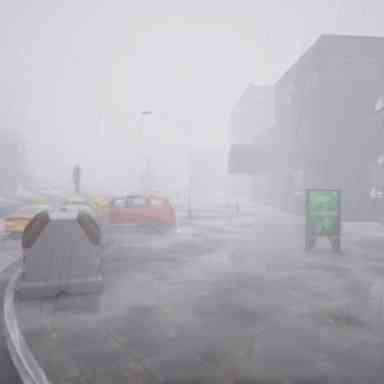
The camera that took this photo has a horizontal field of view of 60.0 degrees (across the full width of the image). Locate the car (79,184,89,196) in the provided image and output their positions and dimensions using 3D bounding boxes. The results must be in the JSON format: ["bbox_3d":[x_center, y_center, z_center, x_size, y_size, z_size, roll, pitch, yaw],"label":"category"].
[{"bbox_3d":[-18.732,-0.059,50.396,4.792,1.488,2.163,1,3,-5],"label":"car"}]

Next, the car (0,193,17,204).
[{"bbox_3d":[-16.610,1.042,25.372,4.892,1.521,2.231,1,2,-5],"label":"car"}]

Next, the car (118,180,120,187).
[{"bbox_3d":[-21.845,-1.846,86.536,4.553,1.767,2.185,1,3,-5],"label":"car"}]

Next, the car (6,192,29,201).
[{"bbox_3d":[-16.846,0.955,28.151,4.674,1.452,2.002,1,3,-5],"label":"car"}]

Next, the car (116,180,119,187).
[{"bbox_3d":[-21.633,-1.594,83.761,4.892,1.521,2.231,1,3,-5],"label":"car"}]

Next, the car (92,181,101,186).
[{"bbox_3d":[-19.505,-0.717,58.721,5.566,2.045,2.435,1,3,-5],"label":"car"}]

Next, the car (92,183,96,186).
[{"bbox_3d":[-19.271,-0.311,55.954,4.792,1.488,2.163,1,3,-5],"label":"car"}]

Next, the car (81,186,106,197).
[{"bbox_3d":[-13.879,0.245,47.102,1.895,1.301,4.718,1,3,-5],"label":"car"}]

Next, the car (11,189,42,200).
[{"bbox_3d":[-17.066,0.797,30.807,4.892,1.521,2.231,1,3,-5],"label":"car"}]

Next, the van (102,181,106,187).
[{"bbox_3d":[-20.314,-1.069,67.057,4.442,1.987,1.878,1,3,-5],"label":"van"}]

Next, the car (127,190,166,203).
[{"bbox_3d":[-5.635,0.518,41.643,4.674,1.452,2.002,1,3,-5],"label":"car"}]

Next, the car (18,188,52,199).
[{"bbox_3d":[-17.329,0.665,33.711,4.892,1.521,2.231,1,3,-5],"label":"car"}]

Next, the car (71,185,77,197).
[{"bbox_3d":[-18.301,0.042,44.701,4.553,1.767,2.185,1,3,-5],"label":"car"}]

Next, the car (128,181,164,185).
[{"bbox_3d":[-6.357,-0.169,50.405,5.566,2.045,2.435,1,3,-5],"label":"car"}]

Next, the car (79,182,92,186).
[{"bbox_3d":[-19.031,-0.340,53.167,4.553,1.767,2.185,1,3,-5],"label":"car"}]

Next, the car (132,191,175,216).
[{"bbox_3d":[-4.439,1.005,29.960,5.366,1.575,1.946,1,3,-5],"label":"car"}]

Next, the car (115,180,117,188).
[{"bbox_3d":[-21.406,-1.469,80.979,4.892,1.521,2.231,1,3,-5],"label":"car"}]

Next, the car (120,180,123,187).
[{"bbox_3d":[-22.544,-1.977,92.085,5.366,1.575,1.946,1,3,-5],"label":"car"}]

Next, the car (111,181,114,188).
[{"bbox_3d":[-20.904,-1.213,75.295,5.008,1.535,2.097,1,3,-5],"label":"car"}]

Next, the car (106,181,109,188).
[{"bbox_3d":[-20.439,-0.928,69.860,4.674,1.452,2.002,1,3,-5],"label":"car"}]

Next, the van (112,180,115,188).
[{"bbox_3d":[-21.041,-1.569,78.199,4.442,1.987,1.878,1,3,-5],"label":"van"}]

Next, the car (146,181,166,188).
[{"bbox_3d":[-10.068,-2.111,93.434,5.566,2.045,2.435,1,3,-5],"label":"car"}]

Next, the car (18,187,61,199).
[{"bbox_3d":[-17.557,0.539,36.491,5.008,1.535,2.097,1,3,-5],"label":"car"}]

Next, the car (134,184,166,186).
[{"bbox_3d":[-6.176,0.083,47.606,4.553,1.767,2.185,1,3,-5],"label":"car"}]

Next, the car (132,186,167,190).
[{"bbox_3d":[-5.094,0.617,35.789,4.553,1.767,2.185,1,3,-5],"label":"car"}]

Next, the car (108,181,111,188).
[{"bbox_3d":[-20.709,-1.219,72.629,4.553,1.767,2.185,1,3,-5],"label":"car"}]

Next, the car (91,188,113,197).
[{"bbox_3d":[-9.983,0.627,38.799,1.994,1.385,4.181,1,3,-5],"label":"car"}]

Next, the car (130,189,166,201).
[{"bbox_3d":[-5.898,0.381,44.691,4.674,1.452,2.002,1,3,-5],"label":"car"}]

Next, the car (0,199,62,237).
[{"bbox_3d":[-8.145,1.409,17.865,1.882,1.535,5.008,0,1,-6],"label":"car"}]

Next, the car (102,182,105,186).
[{"bbox_3d":[-19.989,-0.687,64.293,4.792,1.488,2.163,1,3,-5],"label":"car"}]

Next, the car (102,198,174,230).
[{"bbox_3d":[-3.869,1.371,21.272,5.008,1.535,2.097,1,2,-5],"label":"car"}]

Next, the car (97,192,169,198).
[{"bbox_3d":[-4.147,1.140,24.082,4.553,1.767,2.185,1,2,-5],"label":"car"}]

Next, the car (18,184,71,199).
[{"bbox_3d":[-17.771,0.163,39.264,5.566,2.045,2.435,1,3,-5],"label":"car"}]
